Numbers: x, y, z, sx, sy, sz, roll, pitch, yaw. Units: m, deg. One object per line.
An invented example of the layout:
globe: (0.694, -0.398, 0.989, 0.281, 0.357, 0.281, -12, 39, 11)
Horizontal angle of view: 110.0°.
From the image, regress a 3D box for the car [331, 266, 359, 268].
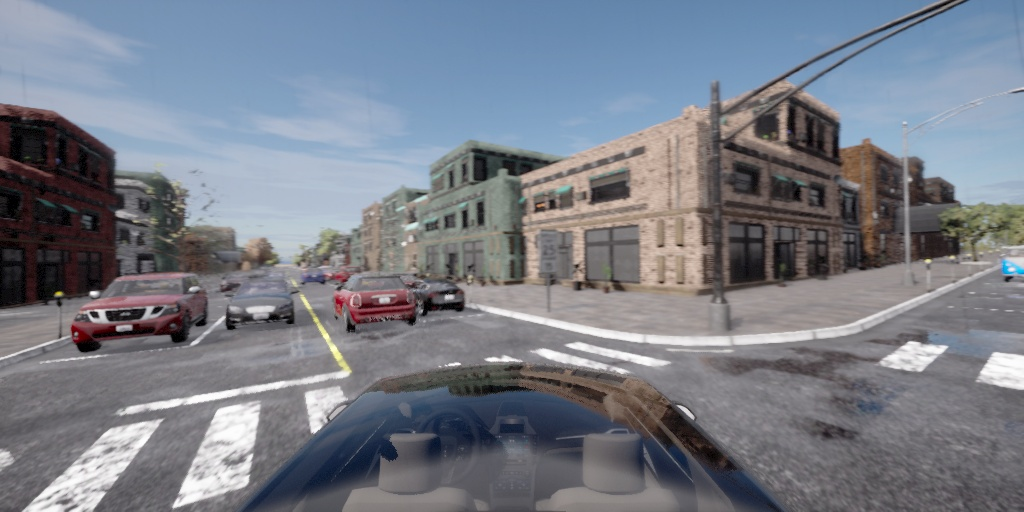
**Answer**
car: (-15.327, 1.878, 33.806, 2.192, 1.841, 5.009, 0, 0, -32)

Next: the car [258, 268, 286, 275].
car: (-21.077, 2.141, 32.087, 2.128, 1.511, 4.902, -1, -1, -32)

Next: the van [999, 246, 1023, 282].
van: (25.799, 0.363, 17.825, 3.998, 1.789, 1.690, 0, 0, -33)

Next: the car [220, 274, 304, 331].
car: (-8.956, 1.624, 12.984, 2.128, 1.511, 4.902, -1, -1, -32)

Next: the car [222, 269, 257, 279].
car: (-22.396, 2.073, 29.305, 1.967, 1.591, 4.097, 0, 0, -32)

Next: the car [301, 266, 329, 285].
car: (-20.836, 2.076, 37.531, 2.097, 1.767, 4.553, -1, -1, -32)

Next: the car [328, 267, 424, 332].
car: (-4.932, 1.400, 12.545, 2.097, 1.767, 4.553, -1, -1, -32)

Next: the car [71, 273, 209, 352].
car: (-10.487, 1.442, 10.585, 2.192, 1.841, 5.009, 0, 0, -32)

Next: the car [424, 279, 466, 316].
car: (-3.419, 1.622, 15.085, 1.948, 1.339, 4.313, 0, 0, -32)

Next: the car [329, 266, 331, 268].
car: (-21.281, 2.256, 43.167, 1.967, 1.591, 4.097, 0, 0, -32)
